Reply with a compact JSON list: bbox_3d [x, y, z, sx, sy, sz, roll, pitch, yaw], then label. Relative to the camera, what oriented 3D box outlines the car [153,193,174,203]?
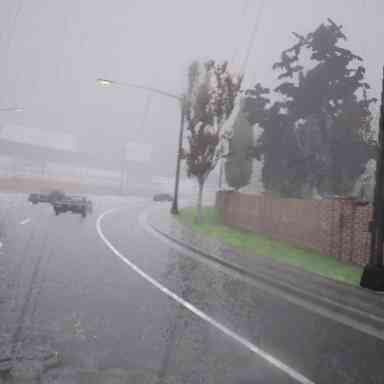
[{"bbox_3d":[-4.241,0.966,51.839,1.837,1.490,4.892,1,-1,27],"label":"car"}]

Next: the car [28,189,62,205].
[{"bbox_3d":[-12.163,0.430,28.976,2.033,1.411,5.357,5,0,2],"label":"car"}]

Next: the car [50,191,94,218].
[{"bbox_3d":[-7.732,0.877,22.190,1.895,1.301,4.718,5,0,-10],"label":"car"}]
